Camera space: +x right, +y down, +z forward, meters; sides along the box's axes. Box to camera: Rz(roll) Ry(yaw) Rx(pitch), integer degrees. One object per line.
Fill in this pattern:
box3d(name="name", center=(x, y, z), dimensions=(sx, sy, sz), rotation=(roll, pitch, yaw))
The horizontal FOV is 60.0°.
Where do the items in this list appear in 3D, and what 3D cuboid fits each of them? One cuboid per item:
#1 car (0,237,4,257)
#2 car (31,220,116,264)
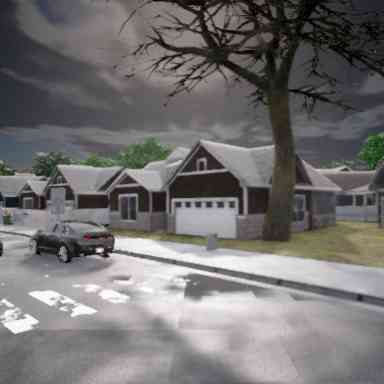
box3d(name="car", center=(-9.490, 2.026, 13.982), dimensions=(4.181, 1.385, 1.994), rotation=(-2, -2, 44))
box3d(name="car", center=(-5.036, 1.922, 13.767), dimensions=(4.892, 1.490, 1.837), rotation=(-2, -2, 45))
